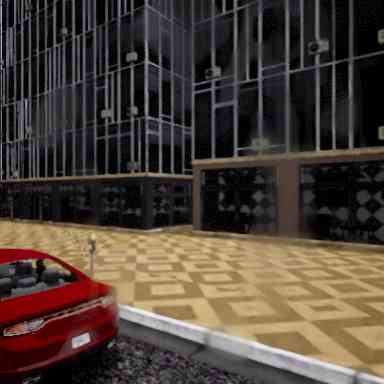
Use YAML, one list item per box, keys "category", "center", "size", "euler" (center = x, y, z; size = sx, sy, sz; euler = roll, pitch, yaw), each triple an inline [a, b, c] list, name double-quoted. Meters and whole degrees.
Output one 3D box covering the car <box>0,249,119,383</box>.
- category: "car"
  center: [-3.077, 1.550, 5.074]
  size: [4.507, 1.381, 1.887]
  euler: [0, 0, 36]
